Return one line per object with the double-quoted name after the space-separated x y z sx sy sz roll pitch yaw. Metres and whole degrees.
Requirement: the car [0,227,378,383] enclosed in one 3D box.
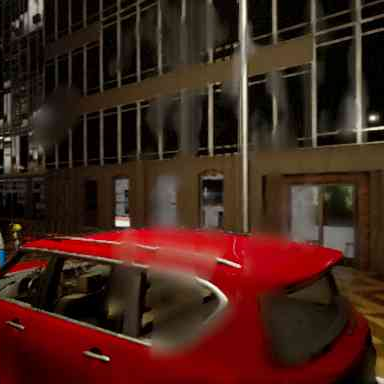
-0.838 1.309 3.485 5.009 1.841 2.192 0 0 36 "car"
